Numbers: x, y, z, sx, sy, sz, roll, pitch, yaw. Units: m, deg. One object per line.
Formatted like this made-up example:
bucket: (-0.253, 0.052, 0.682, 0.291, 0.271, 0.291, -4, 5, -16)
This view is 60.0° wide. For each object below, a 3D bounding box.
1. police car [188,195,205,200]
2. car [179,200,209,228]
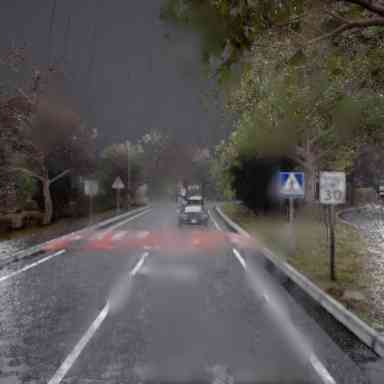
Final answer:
police car: (0.520, 1.149, 40.003, 1.930, 1.638, 5.238, 0, 0, 3)
car: (0.114, 1.473, 21.515, 1.812, 1.442, 4.674, 0, 1, 0)
